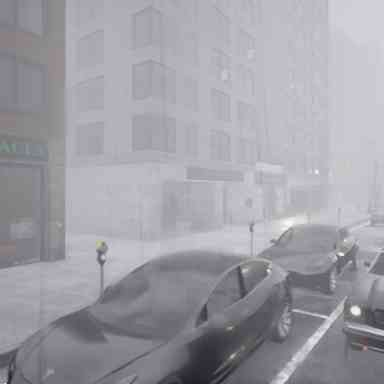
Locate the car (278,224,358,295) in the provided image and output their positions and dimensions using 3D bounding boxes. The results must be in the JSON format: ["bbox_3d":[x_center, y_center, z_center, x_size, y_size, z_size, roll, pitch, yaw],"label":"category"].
[{"bbox_3d":[3.238,1.565,8.890,1.947,1.339,4.313,0,0,36],"label":"car"}]

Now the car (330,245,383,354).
[{"bbox_3d":[3.941,1.599,5.538,1.895,1.301,4.718,0,0,36],"label":"car"}]

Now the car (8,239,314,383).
[{"bbox_3d":[-0.048,1.566,4.448,1.947,1.339,4.313,0,0,36],"label":"car"}]

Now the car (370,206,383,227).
[{"bbox_3d":[13.096,1.577,22.215,1.802,1.307,4.206,0,0,36],"label":"car"}]
